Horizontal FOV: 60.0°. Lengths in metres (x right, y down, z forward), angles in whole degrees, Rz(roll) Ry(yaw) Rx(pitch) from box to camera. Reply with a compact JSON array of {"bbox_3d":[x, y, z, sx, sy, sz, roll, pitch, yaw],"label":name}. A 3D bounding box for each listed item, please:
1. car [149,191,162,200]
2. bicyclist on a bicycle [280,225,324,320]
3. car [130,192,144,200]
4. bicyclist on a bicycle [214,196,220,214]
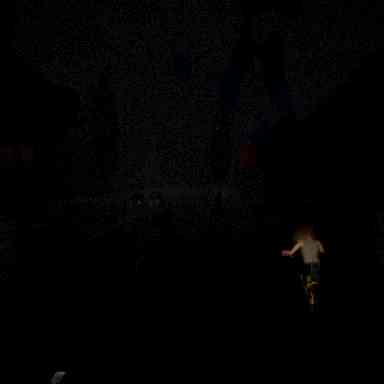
[{"bbox_3d":[-6.480,0.579,59.292,2.128,1.511,4.902,0,1,0],"label":"car"},{"bbox_3d":[2.158,1.417,6.315,0.866,1.612,1.509,0,0,0],"label":"bicyclist on a bicycle"},{"bbox_3d":[-9.730,0.689,59.265,1.895,1.301,4.718,0,1,0],"label":"car"},{"bbox_3d":[2.262,1.203,29.660,0.582,1.620,1.656,0,1,0],"label":"bicyclist on a bicycle"}]
